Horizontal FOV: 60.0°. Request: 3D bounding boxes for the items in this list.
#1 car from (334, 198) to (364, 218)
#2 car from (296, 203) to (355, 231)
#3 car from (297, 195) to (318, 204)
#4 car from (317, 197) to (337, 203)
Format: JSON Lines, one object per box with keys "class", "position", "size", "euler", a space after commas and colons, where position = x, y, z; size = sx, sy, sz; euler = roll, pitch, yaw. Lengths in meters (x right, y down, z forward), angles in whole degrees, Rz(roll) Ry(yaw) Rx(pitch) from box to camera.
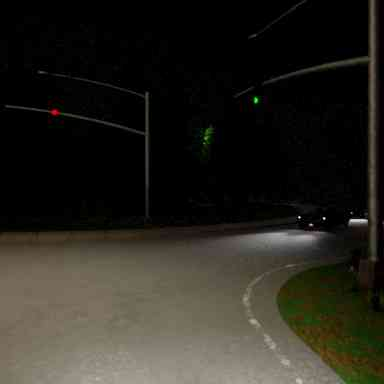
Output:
{"class": "car", "position": [13.811, 1.537, 29.127], "size": [1.994, 1.385, 4.181], "euler": [0, 0, 22]}
{"class": "car", "position": [8.311, 1.574, 20.792], "size": [1.895, 1.301, 4.718], "euler": [0, 0, 42]}
{"class": "car", "position": [19.673, 1.326, 55.823], "size": [2.097, 1.767, 4.553], "euler": [0, 0, -15]}
{"class": "car", "position": [16.522, 1.478, 39.048], "size": [1.837, 1.490, 4.892], "euler": [0, 0, 8]}
